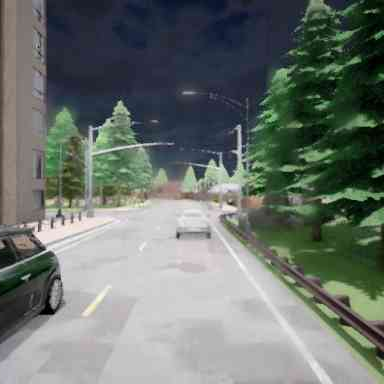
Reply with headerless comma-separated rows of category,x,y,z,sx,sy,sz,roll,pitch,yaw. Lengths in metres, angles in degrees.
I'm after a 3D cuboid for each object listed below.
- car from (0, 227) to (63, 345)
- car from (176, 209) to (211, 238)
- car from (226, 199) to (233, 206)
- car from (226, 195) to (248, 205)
car,-3.597,1.388,4.671,2.097,1.767,4.553,0,-1,0
car,0.079,1.644,18.467,1.812,1.442,4.674,0,0,0
car,8.772,1.520,59.620,4.605,1.855,1.932,0,0,-1
car,8.354,1.538,62.130,3.866,1.878,1.905,0,0,-1
